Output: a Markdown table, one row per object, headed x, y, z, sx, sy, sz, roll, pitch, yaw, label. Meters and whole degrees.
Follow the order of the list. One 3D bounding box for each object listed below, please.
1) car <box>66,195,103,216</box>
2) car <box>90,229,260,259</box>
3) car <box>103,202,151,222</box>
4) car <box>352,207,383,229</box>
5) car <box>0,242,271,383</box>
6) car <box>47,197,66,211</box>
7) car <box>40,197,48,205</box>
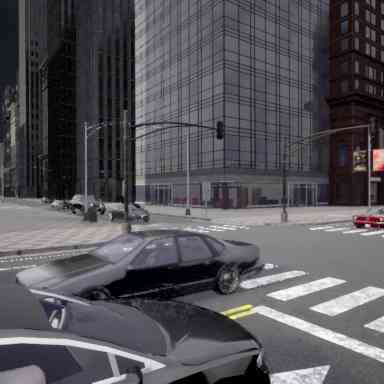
| x | y | z | sx | sy | sz | roll | pitch | yaw | label |
| --- | --- | --- | --- | --- | --- | --- | --- | --- | --- |
| -10.741 | 1.293 | 34.130 | 2.150 | 2.045 | 5.566 | 0 | 0 | -36 | car |
| -0.799 | 1.547 | 7.130 | 5.357 | 1.411 | 2.033 | 0 | 0 | -36 | car |
| -4.991 | 1.555 | 26.028 | 1.837 | 1.490 | 4.892 | 0 | 0 | -35 | car |
| 11.776 | 1.604 | 20.217 | 4.718 | 1.301 | 1.895 | 0 | 0 | -36 | car |
| -1.493 | 1.491 | 2.373 | 4.902 | 1.511 | 2.128 | 0 | 0 | -36 | car |
| -16.541 | 1.659 | 42.328 | 1.994 | 1.385 | 4.181 | 0 | 0 | -36 | car |
| -27.626 | 1.651 | 63.473 | 1.837 | 1.490 | 4.892 | 0 | 0 | -35 | car |
